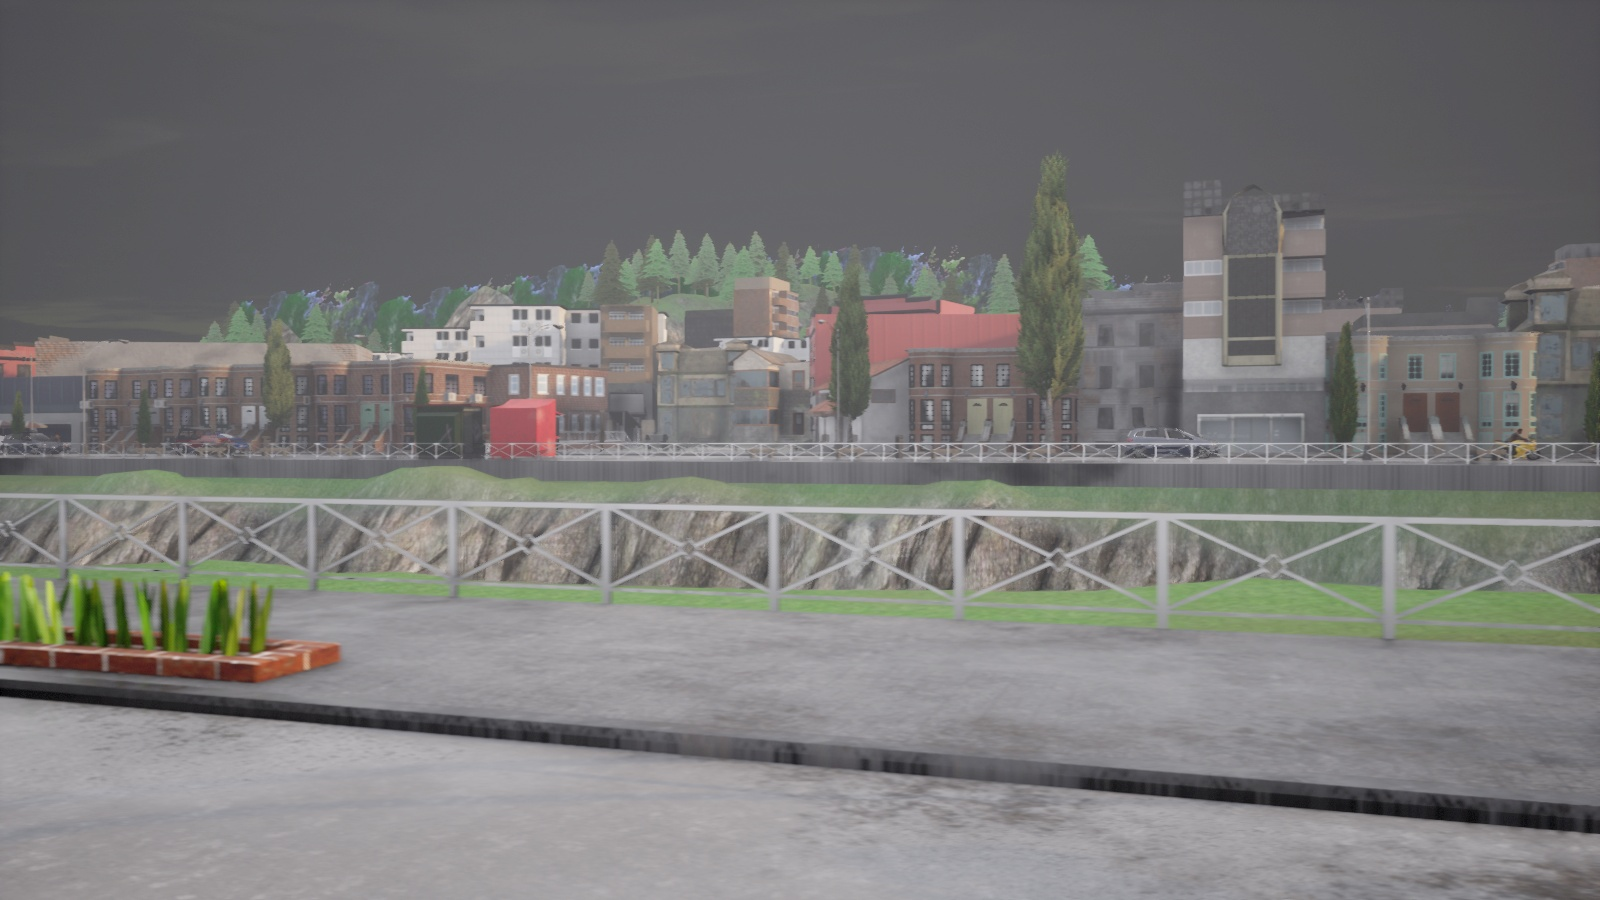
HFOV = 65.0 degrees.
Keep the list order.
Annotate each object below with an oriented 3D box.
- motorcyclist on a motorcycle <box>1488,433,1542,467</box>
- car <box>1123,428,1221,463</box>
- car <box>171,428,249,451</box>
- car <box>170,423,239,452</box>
[{"bbox_3d":[32.890,0.007,57.770,2.044,1.523,0.797,1,1,19],"label":"motorcyclist on a motorcycle"},{"bbox_3d":[18.560,-0.262,62.584,4.611,1.667,2.242,1,1,19],"label":"car"},{"bbox_3d":[-40.751,-0.738,86.740,5.008,1.535,1.882,1,1,19],"label":"car"},{"bbox_3d":[-38.815,-0.835,81.868,3.866,1.878,1.905,1,1,19],"label":"car"}]
